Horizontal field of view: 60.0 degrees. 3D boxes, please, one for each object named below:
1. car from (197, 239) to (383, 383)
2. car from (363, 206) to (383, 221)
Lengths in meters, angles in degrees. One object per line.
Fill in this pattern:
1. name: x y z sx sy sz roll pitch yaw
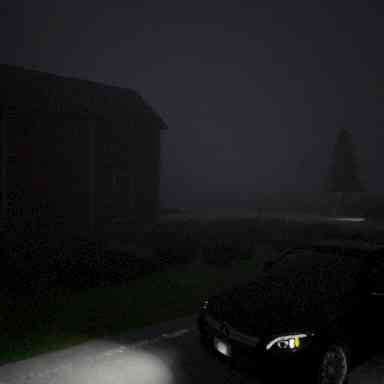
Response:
1. car: 2.268 1.531 5.164 4.674 1.442 1.812 0 0 -35
2. car: 15.251 1.558 24.882 1.812 1.442 4.674 0 0 -30
